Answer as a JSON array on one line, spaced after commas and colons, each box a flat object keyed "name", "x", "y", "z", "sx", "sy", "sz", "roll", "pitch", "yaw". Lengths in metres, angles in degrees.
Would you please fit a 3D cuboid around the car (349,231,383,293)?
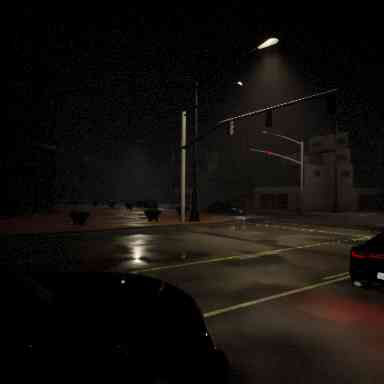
[{"name": "car", "x": 5.752, "y": 1.498, "z": 7.883, "sx": 5.008, "sy": 1.535, "sz": 1.882, "roll": 0, "pitch": 0, "yaw": -35}]

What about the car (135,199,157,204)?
[{"name": "car", "x": -6.627, "y": 1.689, "z": 48.308, "sx": 1.994, "sy": 1.385, "sz": 4.181, "roll": 1, "pitch": -1, "yaw": -35}]

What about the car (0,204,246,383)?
[{"name": "car", "x": -2.328, "y": 1.222, "z": 2.083, "sx": 5.566, "sy": 2.045, "sz": 2.150, "roll": 0, "pitch": 0, "yaw": -36}]

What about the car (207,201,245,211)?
[{"name": "car", "x": 3.399, "y": 1.618, "z": 33.852, "sx": 1.812, "sy": 1.442, "sz": 4.674, "roll": 1, "pitch": -1, "yaw": -35}]
